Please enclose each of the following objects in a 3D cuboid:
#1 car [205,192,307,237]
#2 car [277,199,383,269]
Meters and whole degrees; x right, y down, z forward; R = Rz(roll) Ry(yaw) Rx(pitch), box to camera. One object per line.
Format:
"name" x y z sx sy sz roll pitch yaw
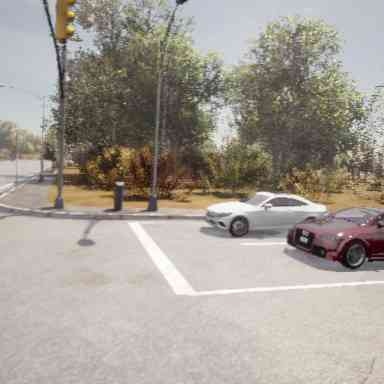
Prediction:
"car" 2.801 0.739 12.233 4.674 1.442 1.812 2 4 -18
"car" 4.813 1.123 9.215 4.181 1.385 1.994 2 4 -18
